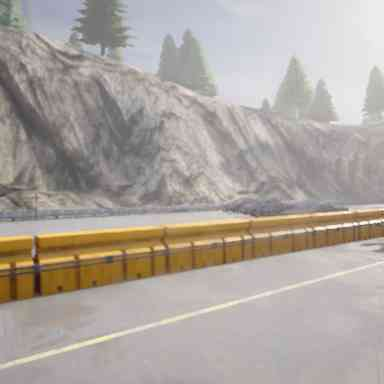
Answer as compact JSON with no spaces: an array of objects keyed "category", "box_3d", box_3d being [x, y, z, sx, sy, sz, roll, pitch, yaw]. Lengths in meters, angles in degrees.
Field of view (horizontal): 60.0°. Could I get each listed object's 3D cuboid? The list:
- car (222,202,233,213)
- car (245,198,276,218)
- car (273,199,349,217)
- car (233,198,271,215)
[{"category":"car","box_3d":[5.070,1.306,32.460,4.674,1.442,1.812,-1,0,-30]},{"category":"car","box_3d":[6.696,1.408,25.321,4.718,1.301,1.895,-1,0,-31]},{"category":"car","box_3d":[8.280,1.359,22.207,5.357,1.411,2.033,-1,0,-31]},{"category":"car","box_3d":[6.368,1.293,29.168,4.892,1.490,1.837,-1,0,-30]}]
